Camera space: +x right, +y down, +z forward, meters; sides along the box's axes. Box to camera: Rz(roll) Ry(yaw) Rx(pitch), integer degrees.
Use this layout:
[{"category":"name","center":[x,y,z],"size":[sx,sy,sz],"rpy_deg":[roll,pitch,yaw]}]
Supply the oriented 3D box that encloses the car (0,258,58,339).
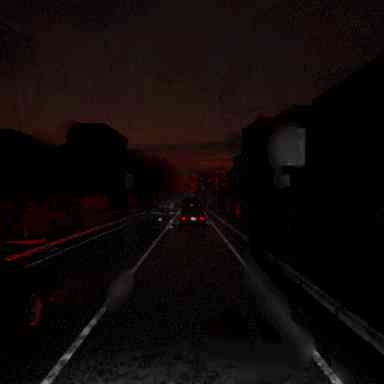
[{"category":"car","center":[-3.587,1.644,4.342],"size":[1.895,1.301,4.718],"rpy_deg":[0,-1,0]}]

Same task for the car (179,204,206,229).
[{"category":"car","center":[0.038,1.799,23.798],"size":[2.033,1.411,5.357],"rpy_deg":[0,-1,0]}]

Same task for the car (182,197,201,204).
[{"category":"car","center":[-0.056,1.687,40.897],"size":[2.150,2.045,5.566],"rpy_deg":[0,-1,0]}]

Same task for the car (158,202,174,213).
[{"category":"car","center":[-3.532,2.060,45.821],"size":[1.812,1.442,4.674],"rpy_deg":[0,-1,0]}]
